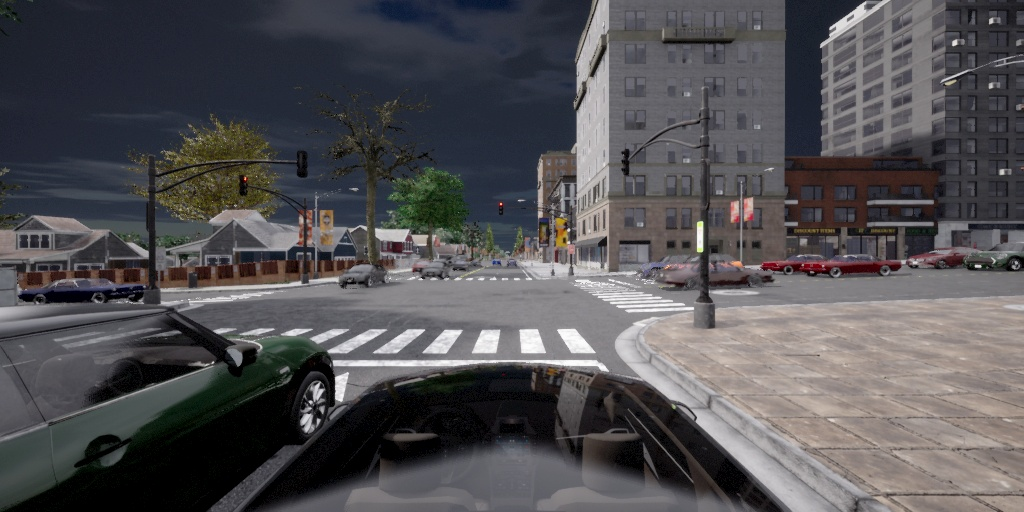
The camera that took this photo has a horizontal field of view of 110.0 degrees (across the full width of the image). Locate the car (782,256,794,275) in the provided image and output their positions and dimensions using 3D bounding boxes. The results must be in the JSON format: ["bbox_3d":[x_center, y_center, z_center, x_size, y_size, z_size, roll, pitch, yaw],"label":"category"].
[{"bbox_3d":[20.099,0.583,24.961,4.718,1.301,1.895,-2,0,0],"label":"car"}]

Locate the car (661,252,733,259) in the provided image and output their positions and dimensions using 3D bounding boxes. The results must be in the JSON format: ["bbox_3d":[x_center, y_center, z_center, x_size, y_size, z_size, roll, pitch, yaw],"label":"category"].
[{"bbox_3d":[11.355,0.680,21.678,4.553,1.767,2.097,-2,0,0],"label":"car"}]

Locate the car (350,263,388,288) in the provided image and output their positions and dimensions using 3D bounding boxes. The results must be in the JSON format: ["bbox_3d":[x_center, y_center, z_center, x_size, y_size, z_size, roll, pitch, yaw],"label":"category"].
[{"bbox_3d":[-9.885,1.271,24.205,1.837,1.490,4.892,-1,0,0],"label":"car"}]

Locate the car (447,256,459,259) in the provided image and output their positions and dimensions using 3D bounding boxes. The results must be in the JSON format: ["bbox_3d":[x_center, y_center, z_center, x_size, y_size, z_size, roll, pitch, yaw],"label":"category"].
[{"bbox_3d":[-9.901,1.038,59.979,2.150,2.045,5.566,0,0,0],"label":"car"}]

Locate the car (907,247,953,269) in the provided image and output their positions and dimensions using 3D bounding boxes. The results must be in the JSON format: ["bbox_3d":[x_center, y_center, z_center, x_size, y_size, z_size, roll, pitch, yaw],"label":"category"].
[{"bbox_3d":[30.410,0.121,24.992,4.674,1.442,1.812,-2,0,0],"label":"car"}]

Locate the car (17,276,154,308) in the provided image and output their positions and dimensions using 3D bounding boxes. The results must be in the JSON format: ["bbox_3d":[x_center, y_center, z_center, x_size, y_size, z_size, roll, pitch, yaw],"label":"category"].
[{"bbox_3d":[-21.634,1.807,18.325,4.718,1.301,1.895,-2,0,0],"label":"car"}]

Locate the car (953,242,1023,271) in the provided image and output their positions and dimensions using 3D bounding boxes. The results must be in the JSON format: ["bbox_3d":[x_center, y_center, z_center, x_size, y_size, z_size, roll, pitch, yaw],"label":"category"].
[{"bbox_3d":[30.494,-0.046,21.745,4.553,1.767,2.097,-2,0,0],"label":"car"}]

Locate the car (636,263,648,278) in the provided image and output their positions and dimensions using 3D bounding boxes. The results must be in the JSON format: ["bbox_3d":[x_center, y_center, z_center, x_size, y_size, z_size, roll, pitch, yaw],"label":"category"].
[{"bbox_3d":[11.102,0.679,24.998,4.553,1.767,2.097,-2,0,2],"label":"car"}]

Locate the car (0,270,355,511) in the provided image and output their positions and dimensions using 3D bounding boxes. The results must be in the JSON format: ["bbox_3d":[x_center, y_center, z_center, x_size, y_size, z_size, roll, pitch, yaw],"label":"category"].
[{"bbox_3d":[-3.151,1.102,2.446,2.097,1.767,4.553,0,0,0],"label":"car"}]

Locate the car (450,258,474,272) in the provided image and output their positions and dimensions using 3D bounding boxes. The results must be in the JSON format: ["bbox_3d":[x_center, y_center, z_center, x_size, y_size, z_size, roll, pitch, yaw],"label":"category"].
[{"bbox_3d":[-6.654,1.330,47.071,2.033,1.411,5.357,0,0,0],"label":"car"}]

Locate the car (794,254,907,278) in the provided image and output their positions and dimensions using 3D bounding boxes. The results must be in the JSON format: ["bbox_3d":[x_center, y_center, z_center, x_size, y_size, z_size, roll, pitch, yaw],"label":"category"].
[{"bbox_3d":[20.339,0.584,21.712,4.718,1.301,1.895,-2,0,0],"label":"car"}]

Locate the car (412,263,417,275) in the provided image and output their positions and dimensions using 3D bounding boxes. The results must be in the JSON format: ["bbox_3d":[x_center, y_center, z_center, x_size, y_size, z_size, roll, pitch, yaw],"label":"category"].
[{"bbox_3d":[-9.897,1.249,40.583,1.882,1.535,5.008,0,0,0],"label":"car"}]

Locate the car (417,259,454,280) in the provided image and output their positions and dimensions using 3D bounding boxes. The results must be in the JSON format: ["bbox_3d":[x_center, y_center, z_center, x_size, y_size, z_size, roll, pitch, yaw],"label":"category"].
[{"bbox_3d":[-6.634,1.269,31.583,1.837,1.490,4.892,0,0,0],"label":"car"}]

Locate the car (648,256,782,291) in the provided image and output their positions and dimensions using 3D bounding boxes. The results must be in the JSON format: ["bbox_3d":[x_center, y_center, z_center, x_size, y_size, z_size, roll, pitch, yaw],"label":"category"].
[{"bbox_3d":[10.145,0.932,18.282,5.357,1.411,2.033,-2,0,1],"label":"car"}]
